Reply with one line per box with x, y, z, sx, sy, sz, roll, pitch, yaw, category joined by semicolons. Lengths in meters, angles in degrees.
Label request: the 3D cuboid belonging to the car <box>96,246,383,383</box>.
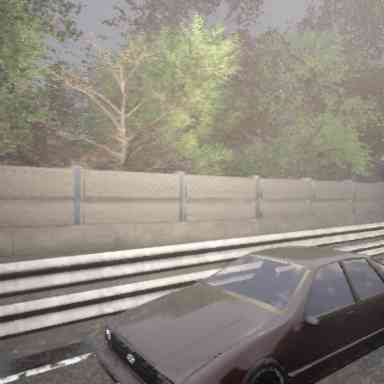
1.501;1.549;4.756;5.357;1.411;2.033;0;0;-36;car
